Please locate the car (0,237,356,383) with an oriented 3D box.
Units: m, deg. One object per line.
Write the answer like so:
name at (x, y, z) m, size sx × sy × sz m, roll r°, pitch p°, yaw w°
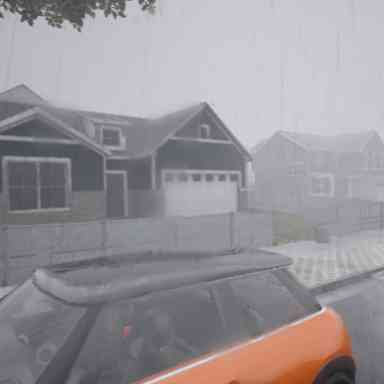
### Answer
car at (-0.740, 1.353, 2.592) m, size 4.553 × 1.767 × 2.097 m, roll 0°, pitch 0°, yaw -36°
